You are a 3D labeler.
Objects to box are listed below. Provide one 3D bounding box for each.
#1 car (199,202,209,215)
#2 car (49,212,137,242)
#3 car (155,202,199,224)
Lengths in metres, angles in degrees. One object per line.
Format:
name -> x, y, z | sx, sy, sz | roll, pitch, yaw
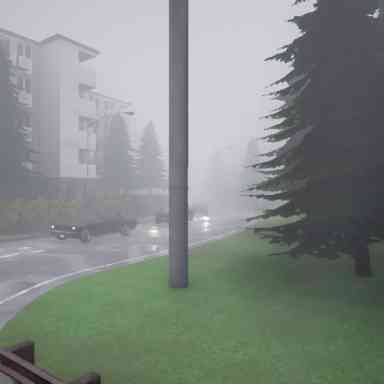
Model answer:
car -> 0.841, 1.776, 35.903 | 1.895, 1.301, 4.718 | 0, 0, 4
car -> -5.097, 1.776, 17.715 | 1.895, 1.301, 4.718 | 0, 0, 29
car -> -1.258, 1.653, 26.220 | 1.882, 1.535, 5.008 | 0, 0, 17
